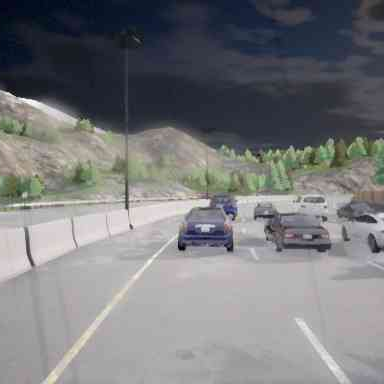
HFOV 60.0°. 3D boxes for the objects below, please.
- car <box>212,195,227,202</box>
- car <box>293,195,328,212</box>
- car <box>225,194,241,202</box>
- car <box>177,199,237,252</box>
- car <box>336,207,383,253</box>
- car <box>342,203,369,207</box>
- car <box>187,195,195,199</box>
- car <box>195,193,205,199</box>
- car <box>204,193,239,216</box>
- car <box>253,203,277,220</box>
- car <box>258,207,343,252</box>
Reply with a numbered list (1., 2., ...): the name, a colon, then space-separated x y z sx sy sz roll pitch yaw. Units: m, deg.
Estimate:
1. car: 6.669 1.492 80.629 1.837 1.490 4.892 0 0 29
2. car: 9.592 1.259 27.224 2.150 2.045 5.566 0 0 11
3. car: 9.726 1.353 78.925 2.097 1.767 4.553 0 0 29
4. car: 0.676 1.367 14.107 2.097 1.767 4.553 0 0 5
5. car: 7.648 1.534 13.483 1.812 1.442 4.674 0 0 5
6. car: 13.025 1.564 26.543 2.033 1.411 5.357 0 0 11
7. car: 0.584 1.459 84.088 1.882 1.535 5.008 0 0 29
8. car: 3.613 1.212 82.332 2.150 2.045 5.566 0 0 29
9. car: 2.714 1.259 28.527 2.150 2.045 5.566 0 0 11
10. car: 6.148 1.573 27.846 1.994 1.385 4.181 0 0 11
11. car: 4.163 1.564 13.810 2.033 1.411 5.357 0 0 5
